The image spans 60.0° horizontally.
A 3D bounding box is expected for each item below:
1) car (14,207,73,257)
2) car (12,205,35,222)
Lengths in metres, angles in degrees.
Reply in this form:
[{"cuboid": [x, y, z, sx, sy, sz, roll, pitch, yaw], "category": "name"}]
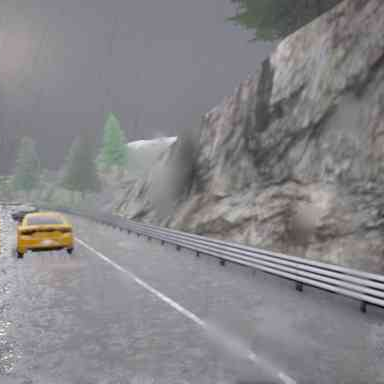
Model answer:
[{"cuboid": [-6.170, 1.586, 13.733, 1.882, 1.535, 5.008, 0, 0, -28], "category": "car"}, {"cuboid": [-13.245, 1.747, 26.573, 1.812, 1.442, 4.674, 0, 0, -29], "category": "car"}]
